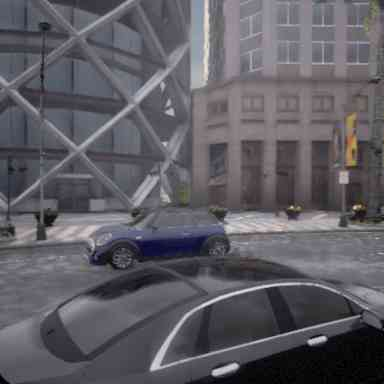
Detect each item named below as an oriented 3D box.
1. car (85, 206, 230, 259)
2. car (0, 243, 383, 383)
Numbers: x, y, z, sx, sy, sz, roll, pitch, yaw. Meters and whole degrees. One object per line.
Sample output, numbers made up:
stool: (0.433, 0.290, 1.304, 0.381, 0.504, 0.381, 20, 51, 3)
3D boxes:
car: (-1.075, 1.328, 10.812, 4.553, 1.767, 2.097, 0, 0, -24)
car: (0.604, 1.501, 3.611, 4.892, 1.490, 1.837, 0, 0, -31)
